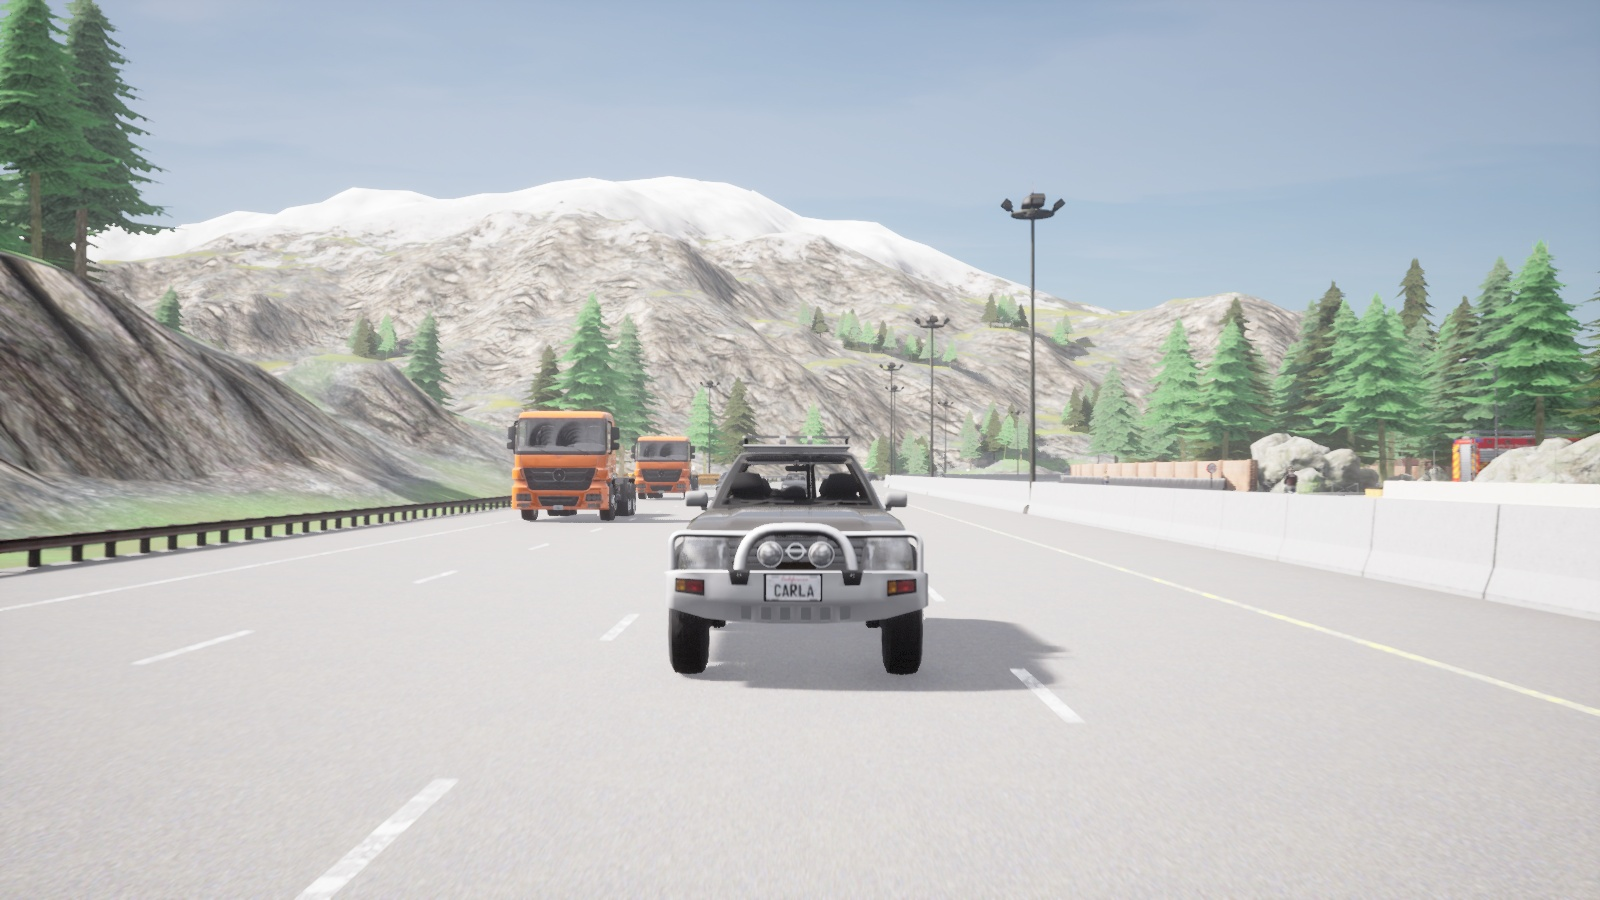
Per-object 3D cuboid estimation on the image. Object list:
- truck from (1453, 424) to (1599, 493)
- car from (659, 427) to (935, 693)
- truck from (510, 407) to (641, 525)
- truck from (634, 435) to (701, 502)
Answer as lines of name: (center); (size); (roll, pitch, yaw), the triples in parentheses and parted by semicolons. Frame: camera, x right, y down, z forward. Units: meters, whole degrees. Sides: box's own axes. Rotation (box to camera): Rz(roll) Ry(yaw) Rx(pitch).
truck: (42.090, 0.478, 71.257); (8.468, 3.827, 2.891); (0, -1, 0)
car: (-0.028, 0.819, 11.135); (1.932, 1.855, 4.605); (0, -1, 0)
truck: (-7.103, 0.546, 40.894); (2.891, 3.462, 7.936); (0, -1, 0)
truck: (-7.171, 1.015, 68.921); (2.891, 3.462, 7.936); (0, -1, 0)
